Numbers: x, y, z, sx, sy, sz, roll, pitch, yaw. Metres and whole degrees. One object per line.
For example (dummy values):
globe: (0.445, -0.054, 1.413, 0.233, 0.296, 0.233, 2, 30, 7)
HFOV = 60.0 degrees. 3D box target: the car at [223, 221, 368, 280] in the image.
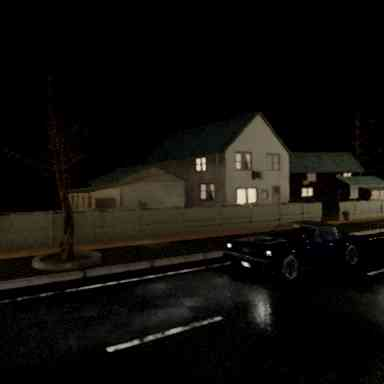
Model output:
car: (3.207, 1.573, 9.966, 4.718, 1.301, 1.895, 0, 0, -35)
